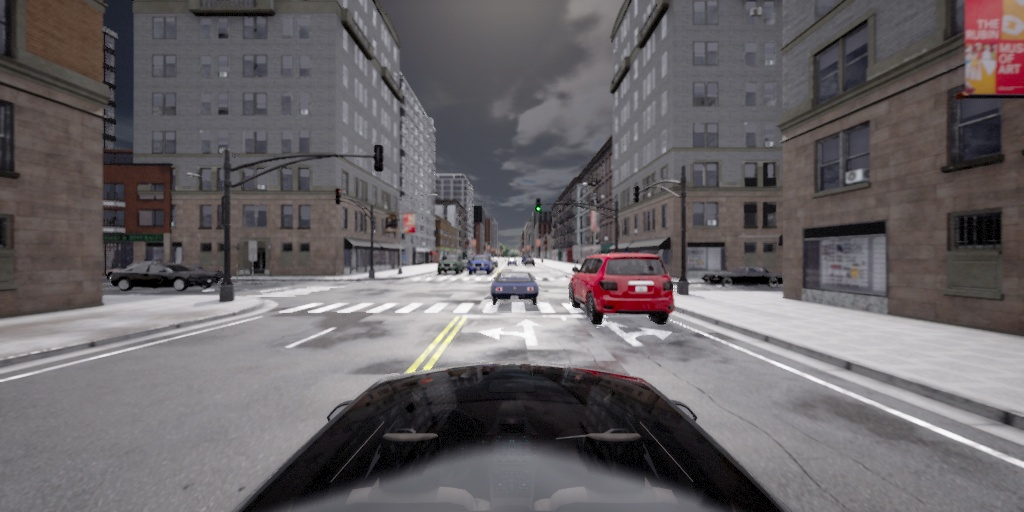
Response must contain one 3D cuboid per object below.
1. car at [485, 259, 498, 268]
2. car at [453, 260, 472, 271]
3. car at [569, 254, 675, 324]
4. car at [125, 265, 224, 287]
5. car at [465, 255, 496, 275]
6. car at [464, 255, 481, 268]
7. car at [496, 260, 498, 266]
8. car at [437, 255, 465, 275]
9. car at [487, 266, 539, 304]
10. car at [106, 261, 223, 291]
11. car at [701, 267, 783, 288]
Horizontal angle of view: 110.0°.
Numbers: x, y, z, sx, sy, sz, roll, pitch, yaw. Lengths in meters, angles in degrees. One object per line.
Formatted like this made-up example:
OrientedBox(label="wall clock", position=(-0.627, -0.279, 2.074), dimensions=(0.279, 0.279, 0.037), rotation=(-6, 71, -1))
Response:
OrientedBox(label="car", position=(-3.241, 1.216, 58.345), dimensions=(1.895, 1.301, 4.718), rotation=(0, 0, 0))
OrientedBox(label="car", position=(-6.561, 1.205, 48.312), dimensions=(1.994, 1.385, 4.181), rotation=(0, 0, 0))
OrientedBox(label="car", position=(3.351, 0.947, 11.981), dimensions=(2.150, 2.045, 5.566), rotation=(0, 0, 0))
OrientedBox(label="car", position=(-22.075, 1.282, 23.613), dimensions=(4.718, 1.301, 1.895), rotation=(0, 0, 0))
OrientedBox(label="car", position=(-3.302, 0.887, 38.616), dimensions=(2.150, 2.045, 5.566), rotation=(0, 0, 2))
OrientedBox(label="car", position=(-6.491, 0.835, 58.967), dimensions=(2.150, 2.045, 5.566), rotation=(0, 0, 0))
OrientedBox(label="car", position=(-3.307, 1.168, 48.134), dimensions=(1.812, 1.442, 4.674), rotation=(0, 0, 1))
OrientedBox(label="car", position=(-6.578, 0.886, 38.905), dimensions=(2.150, 2.045, 5.566), rotation=(0, 0, 0))
OrientedBox(label="car", position=(0.102, 1.316, 16.070), dimensions=(1.895, 1.301, 4.718), rotation=(0, 0, 0))
OrientedBox(label="car", position=(-19.856, 1.158, 20.602), dimensions=(5.008, 1.535, 1.882), rotation=(0, 0, 1))
OrientedBox(label="car", position=(15.067, 1.349, 23.402), dimensions=(4.718, 1.301, 1.895), rotation=(0, 0, 0))
